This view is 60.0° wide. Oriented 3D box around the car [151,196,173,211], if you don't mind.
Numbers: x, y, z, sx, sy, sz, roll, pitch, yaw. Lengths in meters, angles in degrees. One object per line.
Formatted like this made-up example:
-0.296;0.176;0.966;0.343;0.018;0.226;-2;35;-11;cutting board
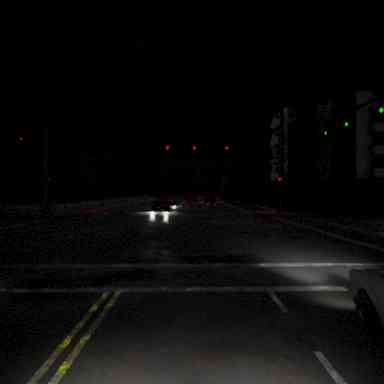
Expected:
-3.587;1.439;38.716;1.812;1.442;4.674;0;0;0;car

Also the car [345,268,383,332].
3.632;1.592;3.883;1.895;1.301;4.718;0;0;2;car

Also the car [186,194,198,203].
-0.006;1.210;62.877;2.097;1.767;4.553;0;0;0;car

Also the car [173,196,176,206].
-3.558;1.357;53.322;1.882;1.535;5.008;0;0;0;car

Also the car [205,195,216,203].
3.494;1.384;62.922;1.812;1.442;4.674;0;0;0;car
